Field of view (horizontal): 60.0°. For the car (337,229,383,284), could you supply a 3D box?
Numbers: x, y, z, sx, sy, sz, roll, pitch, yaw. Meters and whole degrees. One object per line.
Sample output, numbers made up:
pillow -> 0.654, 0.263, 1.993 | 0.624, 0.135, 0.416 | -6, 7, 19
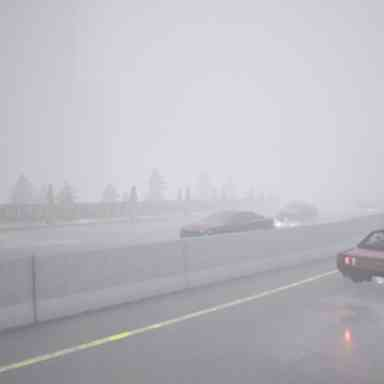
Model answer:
car -> 5.716, 1.611, 8.634 | 4.718, 1.301, 1.895 | 0, 0, -41

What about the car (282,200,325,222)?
car -> 8.823, 1.634, 27.274 | 2.033, 1.411, 5.357 | 0, 0, 39

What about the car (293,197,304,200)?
car -> 12.015, 1.655, 37.911 | 1.837, 1.490, 4.892 | 0, 0, 31

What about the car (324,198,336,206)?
car -> 26.523, 1.848, 64.182 | 1.837, 1.490, 4.892 | 0, -1, 14

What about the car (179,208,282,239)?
car -> 1.664, 1.521, 14.707 | 5.008, 1.535, 1.882 | 0, 0, -43

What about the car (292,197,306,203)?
car -> 24.825, 1.878, 77.437 | 2.033, 1.411, 5.357 | 0, -1, 5

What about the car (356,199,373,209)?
car -> 25.679, 1.733, 49.628 | 1.812, 1.442, 4.674 | 0, 0, 22
